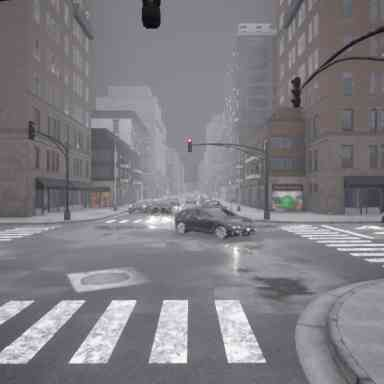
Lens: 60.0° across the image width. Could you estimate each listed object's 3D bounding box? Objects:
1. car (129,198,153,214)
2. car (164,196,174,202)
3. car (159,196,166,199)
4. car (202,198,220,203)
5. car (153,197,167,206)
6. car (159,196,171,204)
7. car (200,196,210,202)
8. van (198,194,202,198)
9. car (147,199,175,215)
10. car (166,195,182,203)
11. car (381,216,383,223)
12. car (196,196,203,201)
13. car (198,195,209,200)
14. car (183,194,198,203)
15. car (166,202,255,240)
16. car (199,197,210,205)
[{"bbox_3d":[-5.660,1.480,36.195,1.967,1.590,4.097,0,0,0],"label":"car"},{"bbox_3d":[-5.572,1.694,80.281,2.008,1.369,4.403,0,0,0],"label":"car"},{"bbox_3d":[-5.627,1.653,52.727,1.802,1.307,4.206,0,0,0],"label":"car"},{"bbox_3d":[2.365,1.606,36.178,1.947,1.339,4.313,0,0,0],"label":"car"},{"bbox_3d":[-5.616,1.634,58.238,2.008,1.369,4.403,0,0,0],"label":"car"},{"bbox_3d":[-5.594,1.552,69.260,1.967,1.590,4.097,0,0,0],"label":"car"},{"bbox_3d":[2.387,1.641,47.201,1.802,1.307,4.206,0,0,0],"label":"car"},{"bbox_3d":[2.409,1.424,58.222,1.690,1.788,3.998,0,0,0],"label":"van"},{"bbox_3d":[-3.127,1.637,33.942,1.895,1.301,4.718,0,0,0],"label":"car"},{"bbox_3d":[-3.073,1.639,54.694,1.994,1.385,4.181,0,0,0],"label":"car"},{"bbox_3d":[14.200,1.511,20.692,4.181,1.385,1.994,0,0,0],"label":"car"},{"bbox_3d":[2.063,1.698,90.147,1.812,1.442,4.674,0,0,0],"label":"car"},{"bbox_3d":[2.398,1.637,52.711,1.947,1.339,4.313,0,0,0],"label":"car"},{"bbox_3d":[-0.217,1.661,63.746,1.994,1.385,4.181,0,0,0],"label":"car"},{"bbox_3d":[1.009,1.509,17.285,1.837,1.490,4.892,-3,2,-42],"label":"car"},{"bbox_3d":[2.420,1.647,63.733,2.008,1.369,4.403,0,0,0],"label":"car"}]
